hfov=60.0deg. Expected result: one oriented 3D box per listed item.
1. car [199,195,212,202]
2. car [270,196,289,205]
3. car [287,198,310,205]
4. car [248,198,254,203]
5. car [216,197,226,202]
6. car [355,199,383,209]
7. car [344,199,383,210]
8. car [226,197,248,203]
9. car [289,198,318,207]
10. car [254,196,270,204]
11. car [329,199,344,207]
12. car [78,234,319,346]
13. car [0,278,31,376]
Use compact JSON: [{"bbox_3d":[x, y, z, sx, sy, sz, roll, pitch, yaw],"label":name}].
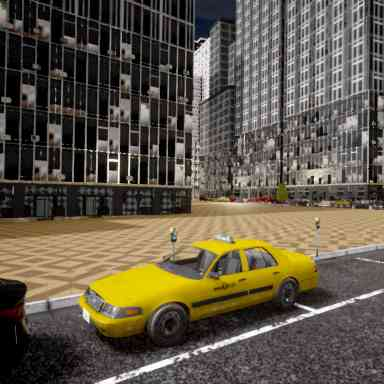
[{"bbox_3d":[3.601,1.698,89.806,2.192,1.841,5.009,1,-1,-22],"label":"car"},{"bbox_3d":[16.255,1.636,58.732,1.967,1.590,4.097,1,-1,-22],"label":"car"},{"bbox_3d":[21.434,1.927,66.900,2.008,1.369,4.403,1,-1,-22],"label":"car"},{"bbox_3d":[15.103,2.051,82.443,1.802,1.307,4.206,1,-1,-22],"label":"car"},{"bbox_3d":[7.881,1.845,79.289,1.752,1.417,4.829,1,-1,-22],"label":"car"},{"bbox_3d":[27.765,1.833,51.356,2.008,1.369,4.403,1,-1,-22],"label":"car"},{"bbox_3d":[22.581,1.653,43.194,2.008,1.369,4.403,1,-1,-22],"label":"car"},{"bbox_3d":[9.927,1.729,74.269,1.967,1.590,4.097,1,-1,-22],"label":"car"},{"bbox_3d":[18.363,1.715,53.552,2.008,1.369,4.403,1,-1,-22],"label":"car"},{"bbox_3d":[17.217,1.753,77.265,2.192,1.841,5.009,1,-1,-22],"label":"car"},{"bbox_3d":[25.591,1.840,56.695,1.752,1.417,4.829,1,-1,-22],"label":"car"},{"bbox_3d":[0.410,1.528,6.323,4.829,1.417,1.752,0,1,-35],"label":"car"},{"bbox_3d":[-3.954,1.565,3.265,4.313,1.339,1.947,0,1,-36],"label":"car"}]
